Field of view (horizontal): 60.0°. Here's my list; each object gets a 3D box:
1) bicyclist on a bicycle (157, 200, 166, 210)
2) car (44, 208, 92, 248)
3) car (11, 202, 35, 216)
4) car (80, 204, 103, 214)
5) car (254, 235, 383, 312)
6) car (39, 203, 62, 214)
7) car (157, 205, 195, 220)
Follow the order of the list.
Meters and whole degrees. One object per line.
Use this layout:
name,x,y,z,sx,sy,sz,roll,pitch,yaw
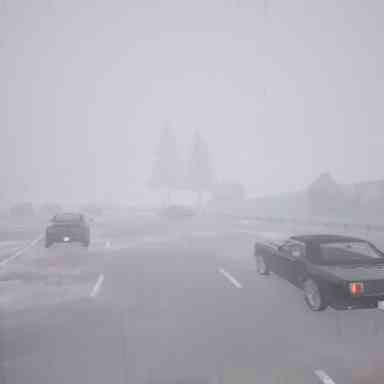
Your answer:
bicyclist on a bicycle,-4.033,1.928,45.778,1.656,1.620,0.582,26,-16,-35
car,-6.062,1.766,16.528,1.837,1.490,4.892,1,-1,-17
car,-22.162,2.082,43.436,2.097,1.767,4.553,0,-1,-39
car,-13.377,2.218,43.694,1.994,1.385,4.181,0,-1,-39
car,3.031,1.672,7.904,1.895,1.301,4.718,0,-1,-8
car,-19.429,2.210,45.661,1.882,1.535,5.008,0,-1,-39
car,-1.666,1.968,33.140,2.033,1.411,5.357,0,-1,-30
